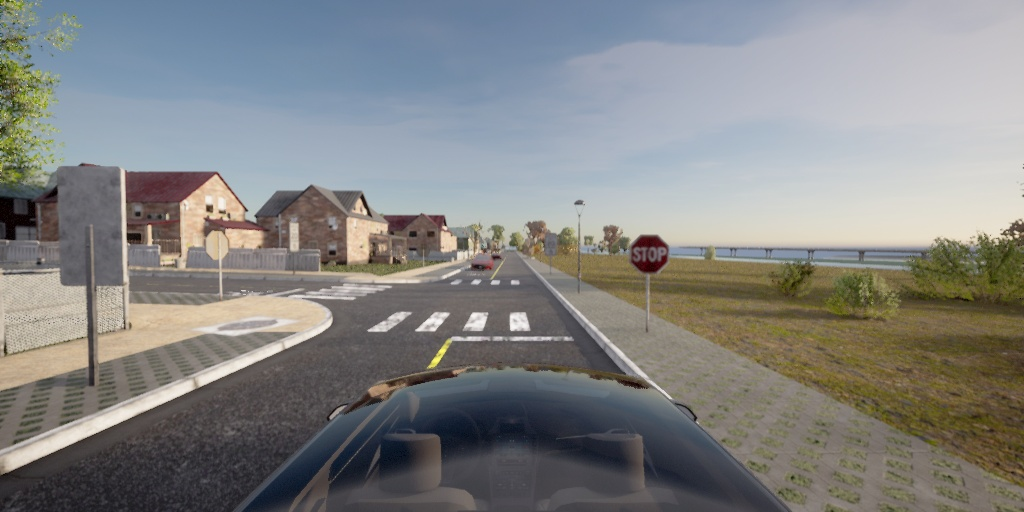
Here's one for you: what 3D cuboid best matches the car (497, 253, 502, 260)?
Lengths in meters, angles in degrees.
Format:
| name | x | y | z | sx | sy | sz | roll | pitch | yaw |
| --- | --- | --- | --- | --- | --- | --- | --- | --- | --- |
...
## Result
| name | x | y | z | sx | sy | sz | roll | pitch | yaw |
| --- | --- | --- | --- | --- | --- | --- | --- | --- | --- |
| car | -2.751 | 0.072 | 63.358 | 1.895 | 1.301 | 4.718 | 0 | 1 | 0 |

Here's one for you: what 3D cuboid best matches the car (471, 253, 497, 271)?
| name | x | y | z | sx | sy | sz | roll | pitch | yaw |
| --- | --- | --- | --- | --- | --- | --- | --- | --- | --- |
| car | -2.748 | 0.604 | 33.865 | 1.882 | 1.535 | 5.008 | 0 | 2 | 0 |
